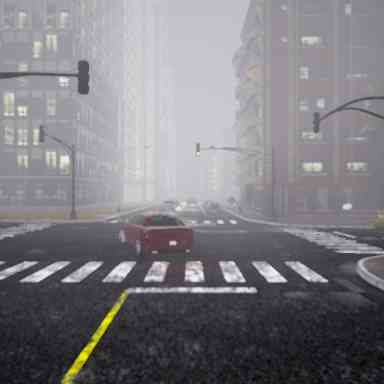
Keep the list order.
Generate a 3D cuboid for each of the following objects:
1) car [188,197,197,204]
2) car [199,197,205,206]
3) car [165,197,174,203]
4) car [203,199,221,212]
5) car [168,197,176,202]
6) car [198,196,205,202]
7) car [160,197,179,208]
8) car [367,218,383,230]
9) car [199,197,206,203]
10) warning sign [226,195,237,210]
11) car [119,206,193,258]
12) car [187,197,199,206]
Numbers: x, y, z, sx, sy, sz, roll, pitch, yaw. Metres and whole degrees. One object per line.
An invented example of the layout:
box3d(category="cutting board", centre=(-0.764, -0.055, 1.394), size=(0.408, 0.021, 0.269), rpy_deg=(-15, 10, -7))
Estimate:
box3d(category="car", centre=(0.040, 1.825, 75.050), size=(2.033, 1.411, 5.357), rpy_deg=(0, 0, 0))
box3d(category="car", centre=(2.719, 1.879, 55.364), size=(2.008, 1.369, 4.403), rpy_deg=(0, 0, 0))
box3d(category="car", centre=(-5.646, 2.059, 83.610), size=(2.008, 1.369, 4.403), rpy_deg=(0, 0, 0))
box3d(category="car", centre=(2.763, 1.830, 42.447), size=(1.802, 1.307, 4.206), rpy_deg=(0, 0, 0))
box3d(category="car", centre=(-5.641, 2.129, 94.908), size=(1.887, 1.381, 4.507), rpy_deg=(0, 0, 0))
box3d(category="car", centre=(2.740, 2.025, 94.904), size=(1.967, 1.590, 4.097), rpy_deg=(0, 0, 0))
box3d(category="car", centre=(-3.071, 1.776, 42.878), size=(1.812, 1.442, 4.674), rpy_deg=(0, 0, 0))
box3d(category="car", centre=(14.654, 1.963, 22.756), size=(4.829, 1.417, 1.752), rpy_deg=(1, -1, 0))
box3d(category="car", centre=(2.737, 2.128, 89.254), size=(1.802, 1.307, 4.206), rpy_deg=(0, 0, 0))
box3d(category="warning sign", centre=(5.087, 1.364, 42.563), size=(1.300, 1.860, 1.060), rpy_deg=(0, 0, 0))
box3d(category="car", centre=(-1.572, 1.546, 13.414), size=(1.882, 1.535, 5.008), rpy_deg=(1, 0, -22))
box3d(category="car", centre=(0.034, 1.741, 65.019), size=(2.097, 1.767, 4.553), rpy_deg=(0, 0, 0))
